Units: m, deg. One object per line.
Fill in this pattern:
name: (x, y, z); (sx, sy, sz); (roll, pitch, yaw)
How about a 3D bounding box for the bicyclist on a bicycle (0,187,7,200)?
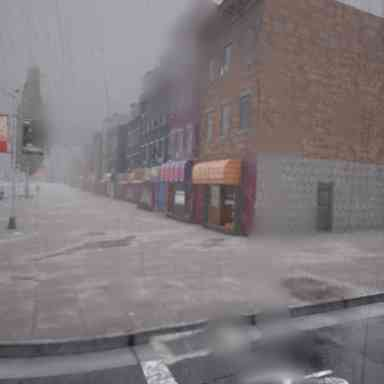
bicyclist on a bicycle: (-23.449, 0.160, 41.126); (0.866, 1.612, 1.509); (2, 1, -24)
